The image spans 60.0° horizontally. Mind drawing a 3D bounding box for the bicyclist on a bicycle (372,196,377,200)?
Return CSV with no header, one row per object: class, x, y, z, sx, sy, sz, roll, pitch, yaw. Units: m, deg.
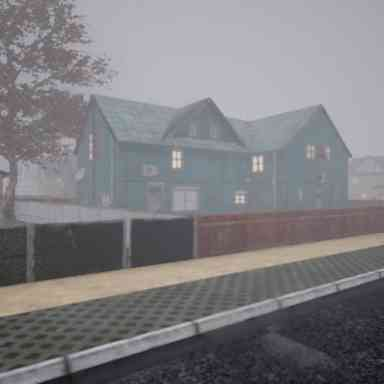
bicyclist on a bicycle,22.016,1.303,40.094,1.656,1.620,0.582,0,0,-36
